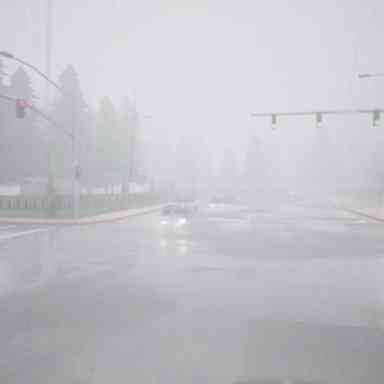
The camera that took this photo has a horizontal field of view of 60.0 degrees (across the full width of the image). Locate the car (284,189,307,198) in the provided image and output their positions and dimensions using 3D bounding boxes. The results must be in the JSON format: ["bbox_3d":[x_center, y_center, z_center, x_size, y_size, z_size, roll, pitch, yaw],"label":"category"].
[{"bbox_3d":[17.890,0.252,57.154,4.674,1.442,1.812,-1,1,-36],"label":"car"}]

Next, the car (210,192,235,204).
[{"bbox_3d":[3.663,0.686,39.990,1.994,1.385,4.181,0,1,26],"label":"car"}]

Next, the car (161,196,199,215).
[{"bbox_3d":[-0.848,1.035,25.888,1.895,1.301,4.718,0,1,14],"label":"car"}]
